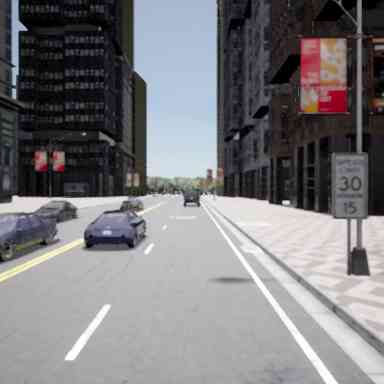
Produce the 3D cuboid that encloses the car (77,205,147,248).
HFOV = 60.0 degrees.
[{"bbox_3d":[-3.156,1.464,14.372,1.994,1.385,4.181,0,0,0],"label":"car"}]

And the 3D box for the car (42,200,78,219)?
[{"bbox_3d":[-9.847,1.354,24.420,1.812,1.442,4.674,0,0,0],"label":"car"}]

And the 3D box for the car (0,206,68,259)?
[{"bbox_3d":[-6.604,1.464,11.949,2.033,1.411,5.357,0,0,0],"label":"car"}]

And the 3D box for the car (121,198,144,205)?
[{"bbox_3d":[-6.528,1.306,36.558,1.994,1.385,4.181,0,0,0],"label":"car"}]

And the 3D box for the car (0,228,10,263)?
[{"bbox_3d":[-3.149,1.341,1.502,2.097,1.767,4.553,0,0,0],"label":"car"}]

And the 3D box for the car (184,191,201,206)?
[{"bbox_3d":[0.004,0.897,46.158,2.150,2.045,5.566,0,1,0],"label":"car"}]
